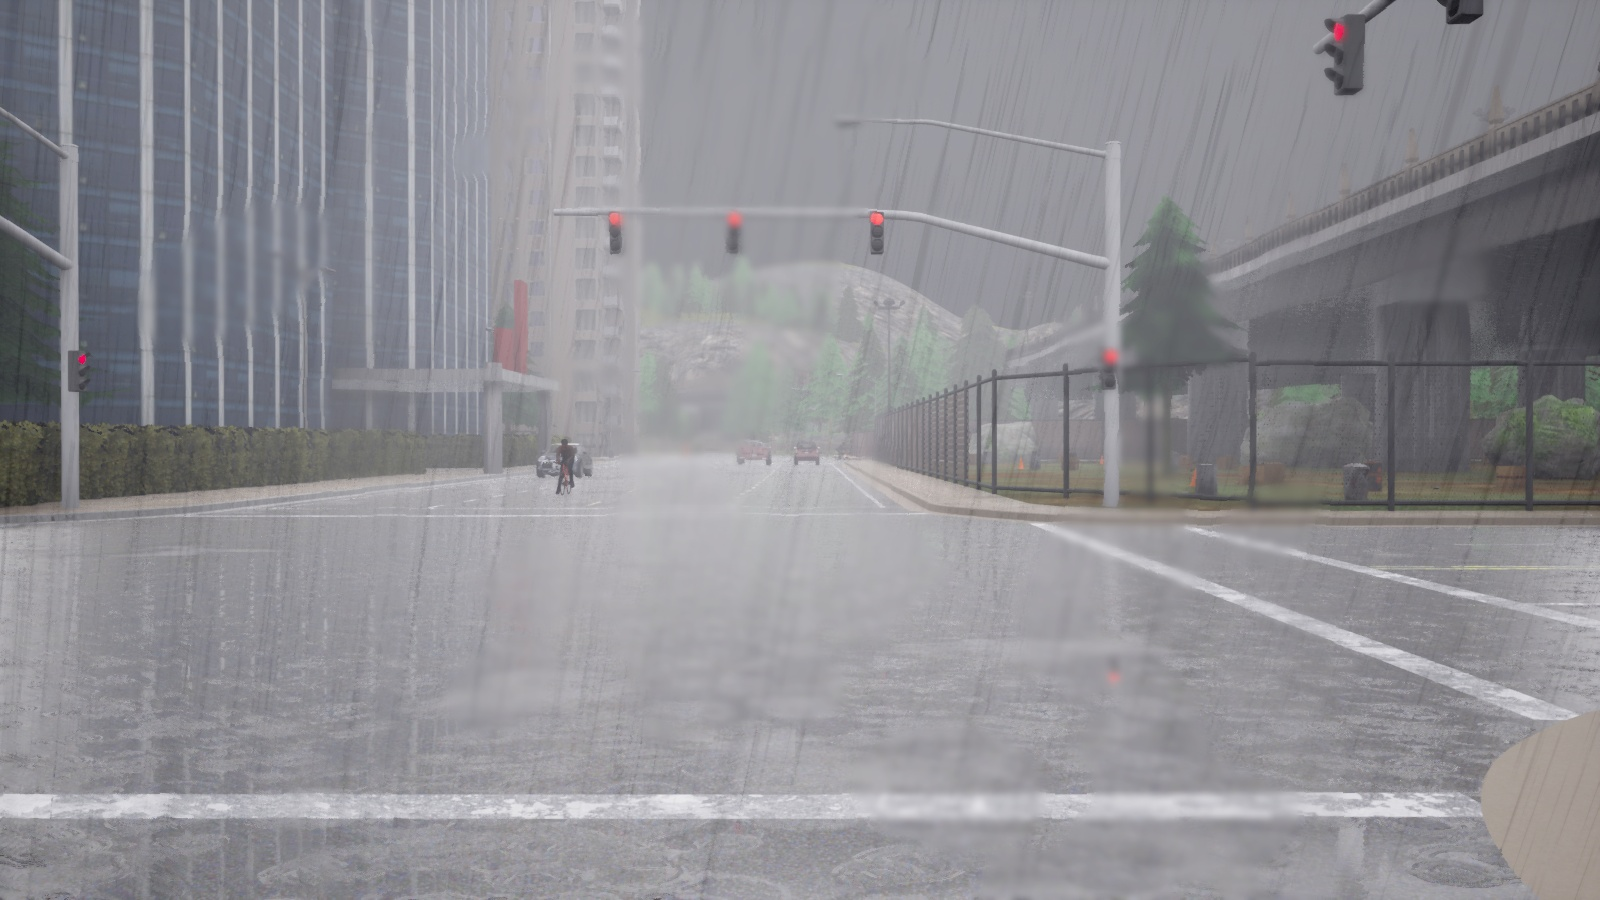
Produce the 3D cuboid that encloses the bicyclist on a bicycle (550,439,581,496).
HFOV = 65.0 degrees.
[{"bbox_3d":[-6.795,0.488,36.405,0.582,1.620,1.656,0,1,0],"label":"bicyclist on a bicycle"}]

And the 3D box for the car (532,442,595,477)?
[{"bbox_3d":[-10.201,0.397,54.408,1.970,1.475,3.806,0,0,0],"label":"car"}]

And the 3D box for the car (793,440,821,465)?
[{"bbox_3d":[0.474,0.158,86.290,1.851,1.617,3.988,0,0,0],"label":"car"}]

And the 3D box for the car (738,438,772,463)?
[{"bbox_3d":[-3.036,0.039,85.718,2.152,1.651,5.027,0,0,0],"label":"car"}]
